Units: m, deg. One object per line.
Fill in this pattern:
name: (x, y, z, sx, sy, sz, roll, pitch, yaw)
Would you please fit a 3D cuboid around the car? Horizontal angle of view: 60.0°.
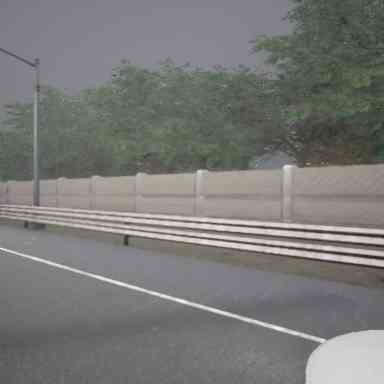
car: (2.995, 1.527, 1.733, 4.674, 1.442, 1.812, 0, 0, 36)
